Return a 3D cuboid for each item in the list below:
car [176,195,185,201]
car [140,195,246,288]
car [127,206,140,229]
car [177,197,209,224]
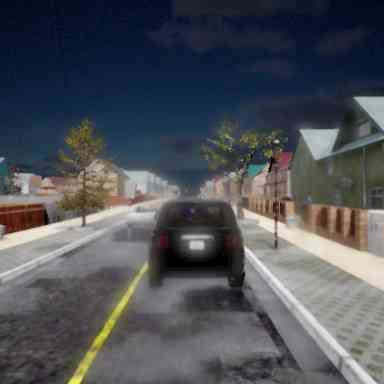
[{"bbox_3d":[-2.742,1.361,81.402,1.994,1.385,4.181,0,0,0],"label":"car"},{"bbox_3d":[0.084,1.175,9.292,2.150,2.045,5.566,0,-1,0],"label":"car"},{"bbox_3d":[-2.831,1.514,21.083,1.895,1.301,4.718,0,0,0],"label":"car"},{"bbox_3d":[0.071,1.255,24.399,2.097,1.767,4.553,0,0,0],"label":"car"}]
